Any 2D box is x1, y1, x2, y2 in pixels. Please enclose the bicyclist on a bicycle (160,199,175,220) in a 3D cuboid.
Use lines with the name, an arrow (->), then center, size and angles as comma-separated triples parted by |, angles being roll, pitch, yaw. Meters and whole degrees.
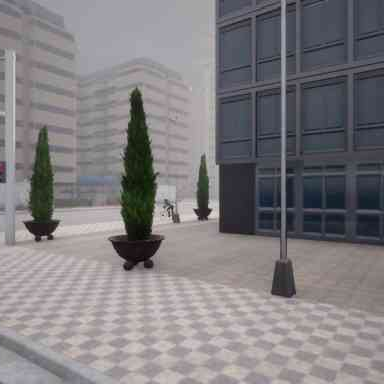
bicyclist on a bicycle -> -1.890, 1.356, 25.798 | 1.656, 1.620, 0.582 | 0, 0, 35
